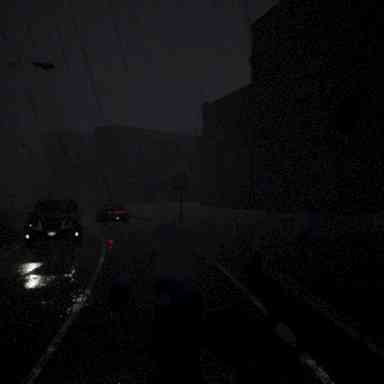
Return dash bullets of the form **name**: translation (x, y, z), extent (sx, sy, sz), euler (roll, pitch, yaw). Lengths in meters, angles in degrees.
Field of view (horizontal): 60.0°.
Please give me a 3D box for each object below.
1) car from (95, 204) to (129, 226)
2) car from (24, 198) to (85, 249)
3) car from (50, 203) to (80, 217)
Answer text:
- **car**: translation (-6.081, 1.625, 24.941), extent (2.128, 1.511, 4.902), euler (-2, 0, -24)
- **car**: translation (-6.296, 1.314, 15.636), extent (2.150, 2.045, 5.566), euler (-1, 0, -17)
- **car**: translation (-14.785, 2.006, 38.492), extent (1.812, 1.442, 4.674), euler (-3, 1, -39)
